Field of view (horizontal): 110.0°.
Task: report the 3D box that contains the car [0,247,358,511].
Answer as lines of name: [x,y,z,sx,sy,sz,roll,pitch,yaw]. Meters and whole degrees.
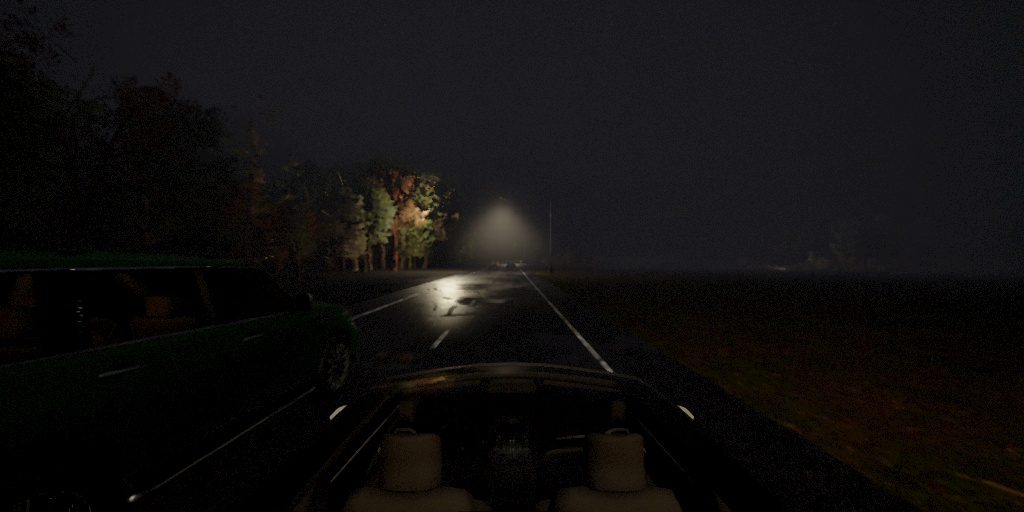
car: [-3.500,0.976,3.318,2.150,2.045,5.566,0,-1,0]
